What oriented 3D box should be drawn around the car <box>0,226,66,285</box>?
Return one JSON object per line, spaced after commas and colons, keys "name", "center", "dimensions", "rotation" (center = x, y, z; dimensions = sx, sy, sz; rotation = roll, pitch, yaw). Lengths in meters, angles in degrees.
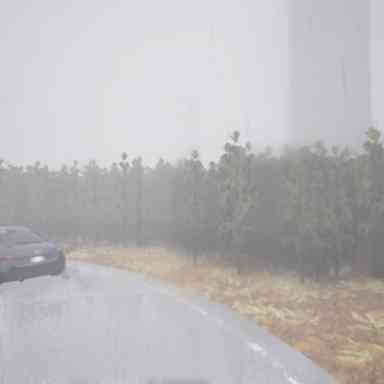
{"name": "car", "center": [-5.516, 1.668, 9.465], "dimensions": [4.181, 1.385, 1.994], "rotation": [-1, -1, 35]}
